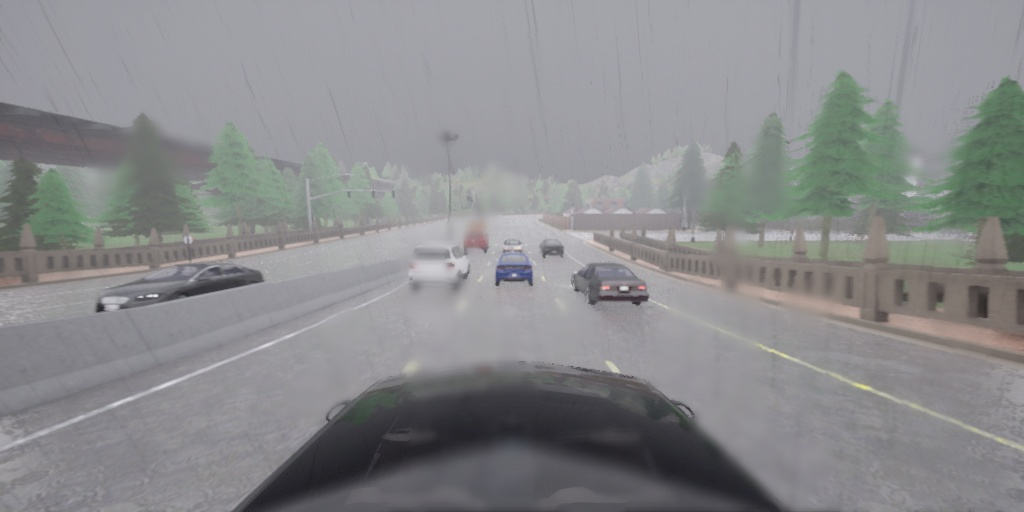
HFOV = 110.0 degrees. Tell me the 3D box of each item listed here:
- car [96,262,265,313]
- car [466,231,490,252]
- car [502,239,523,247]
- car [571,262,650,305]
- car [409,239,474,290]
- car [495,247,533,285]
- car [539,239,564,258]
[{"bbox_3d":[-10.540,1.003,11.913,2.128,1.511,4.902,0,2,1],"label":"car"},{"bbox_3d":[-3.463,-1.575,36.252,2.150,2.045,5.566,0,8,0],"label":"car"},{"bbox_3d":[0.045,-0.960,34.487,1.895,1.301,4.718,0,7,0],"label":"car"},{"bbox_3d":[3.615,0.954,14.079,2.033,1.411,5.357,0,3,0],"label":"car"},{"bbox_3d":[-3.395,0.412,17.677,2.150,2.045,5.566,0,4,0],"label":"car"},{"bbox_3d":[0.104,0.549,19.275,1.882,1.535,5.008,0,5,0],"label":"car"},{"bbox_3d":[3.554,-0.822,32.507,1.882,1.535,5.008,0,8,0],"label":"car"}]
